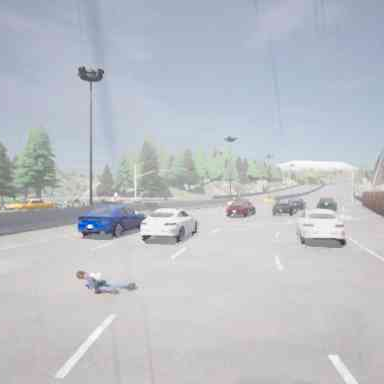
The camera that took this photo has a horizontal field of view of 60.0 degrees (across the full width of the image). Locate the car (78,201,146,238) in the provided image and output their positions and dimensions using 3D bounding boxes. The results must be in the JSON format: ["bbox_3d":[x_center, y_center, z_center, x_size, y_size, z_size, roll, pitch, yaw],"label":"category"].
[{"bbox_3d":[-4.168,1.490,18.123,1.882,1.535,5.008,0,0,15],"label":"car"}]

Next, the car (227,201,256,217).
[{"bbox_3d":[4.688,1.548,31.390,1.812,1.442,4.674,0,0,24],"label":"car"}]

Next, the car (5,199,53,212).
[{"bbox_3d":[-16.967,1.502,34.828,1.882,1.535,5.008,0,0,23],"label":"car"}]

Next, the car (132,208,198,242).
[{"bbox_3d":[-1.020,1.537,16.478,1.812,1.442,4.674,0,0,14],"label":"car"}]

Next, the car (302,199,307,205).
[{"bbox_3d":[13.164,1.522,41.560,2.128,1.511,4.902,0,0,25],"label":"car"}]

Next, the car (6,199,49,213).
[{"bbox_3d":[-19.076,1.591,38.754,1.994,1.385,4.181,0,0,25],"label":"car"}]

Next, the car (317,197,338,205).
[{"bbox_3d":[15.868,1.380,38.986,2.097,1.767,4.553,0,0,25],"label":"car"}]

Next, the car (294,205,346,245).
[{"bbox_3d":[5.978,1.537,15.656,1.812,1.442,4.674,0,0,15],"label":"car"}]

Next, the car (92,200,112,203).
[{"bbox_3d":[-10.854,1.592,39.881,1.994,1.385,4.181,0,0,25],"label":"car"}]

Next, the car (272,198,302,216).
[{"bbox_3d":[9.225,1.515,32.895,2.128,1.511,4.902,0,0,24],"label":"car"}]
